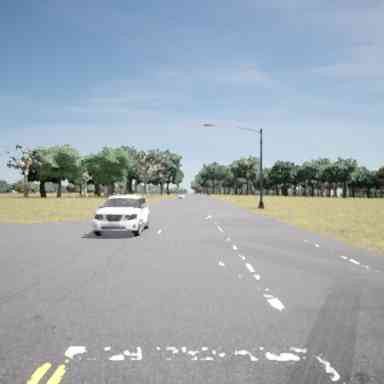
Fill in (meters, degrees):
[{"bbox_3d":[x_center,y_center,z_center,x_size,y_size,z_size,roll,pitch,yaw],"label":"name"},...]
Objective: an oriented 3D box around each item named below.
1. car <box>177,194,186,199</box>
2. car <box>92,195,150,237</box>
[{"bbox_3d":[-2.803,1.172,86.526,1.812,1.442,4.674,0,0,7],"label":"car"},{"bbox_3d":[-3.544,1.177,17.712,2.150,2.045,5.566,0,-1,0],"label":"car"}]
